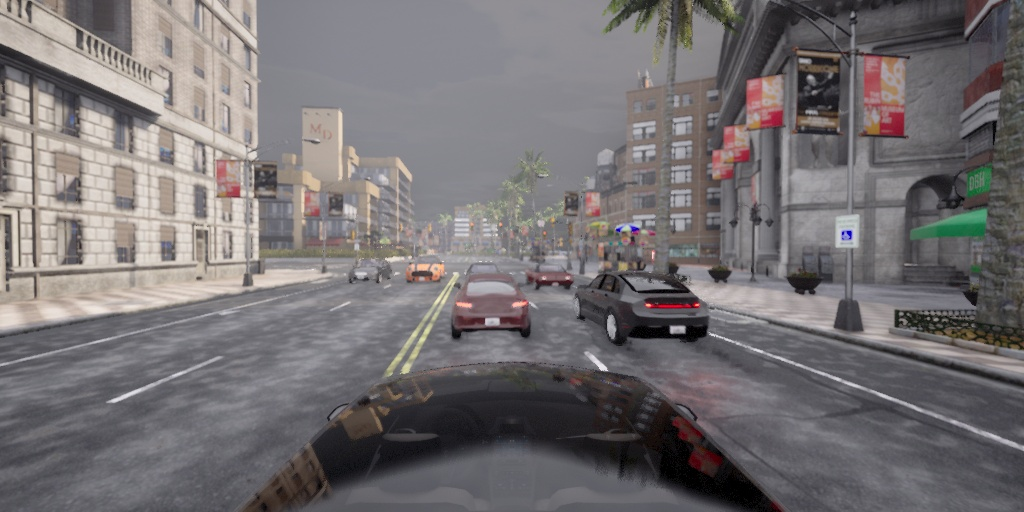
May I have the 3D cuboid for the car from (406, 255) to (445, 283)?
[{"bbox_3d":[-5.672,0.769,23.871,2.097,1.767,4.553,0,1,-6],"label":"car"}]

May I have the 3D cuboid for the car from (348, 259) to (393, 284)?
[{"bbox_3d":[-9.147,0.941,23.456,2.128,1.511,4.902,0,1,-6],"label":"car"}]

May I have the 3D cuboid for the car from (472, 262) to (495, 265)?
[{"bbox_3d":[-1.525,1.033,19.107,2.033,1.411,5.357,0,1,-6],"label":"car"}]

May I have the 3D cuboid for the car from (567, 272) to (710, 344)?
[{"bbox_3d":[2.941,1.141,9.177,1.837,1.490,4.892,0,0,-4],"label":"car"}]

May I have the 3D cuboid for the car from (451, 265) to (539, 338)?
[{"bbox_3d":[-0.602,1.155,9.682,1.812,1.442,4.674,0,1,-5],"label":"car"}]

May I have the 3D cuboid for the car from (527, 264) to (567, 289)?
[{"bbox_3d":[1.900,1.077,19.866,1.895,1.301,4.718,0,1,-6],"label":"car"}]
